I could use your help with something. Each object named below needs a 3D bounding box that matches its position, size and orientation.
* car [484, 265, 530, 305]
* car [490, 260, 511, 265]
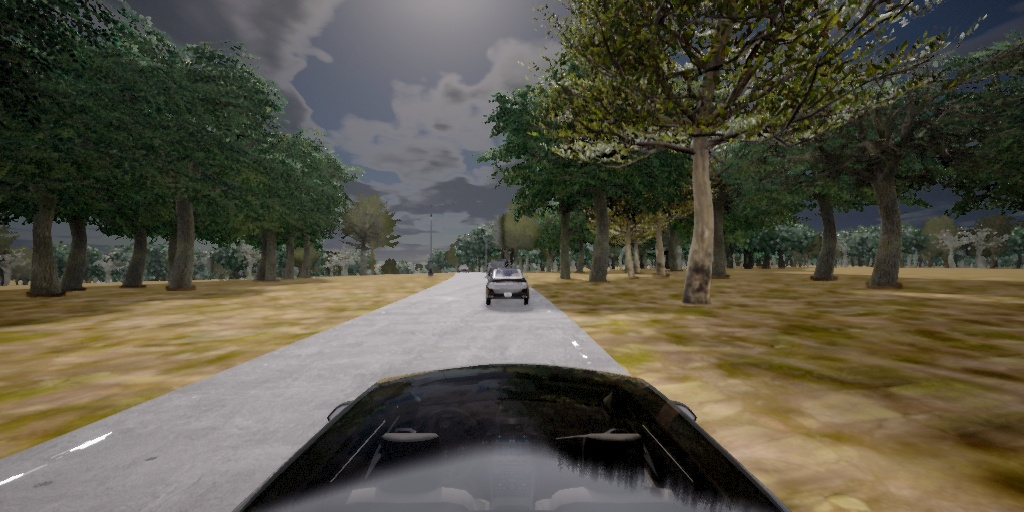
[{"bbox_3d":[-0.247,1.338,16.560,2.128,1.511,4.902,0,-1,-2],"label":"car"},{"bbox_3d":[-1.085,1.342,31.633,2.150,2.045,5.566,0,-1,-4],"label":"car"}]
